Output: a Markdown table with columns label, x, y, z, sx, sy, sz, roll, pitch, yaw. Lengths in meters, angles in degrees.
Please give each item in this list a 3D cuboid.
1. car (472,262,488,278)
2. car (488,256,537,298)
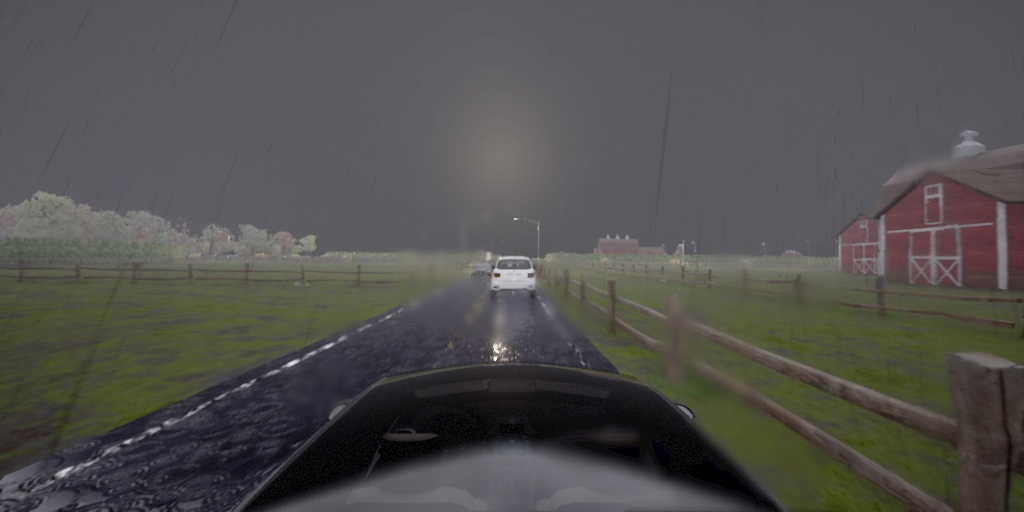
| label | x | y | z | sx | sy | sz | roll | pitch | yaw |
| --- | --- | --- | --- | --- | --- | --- | --- | --- | --- |
| car | -2.846 | 1.387 | 35.838 | 1.837 | 1.490 | 4.892 | 0 | 0 | 0 |
| car | 0.097 | 1.040 | 18.920 | 2.150 | 2.045 | 5.566 | 0 | 0 | 0 |
